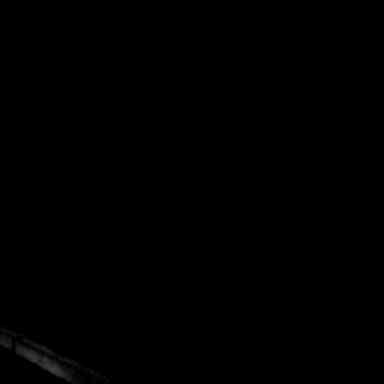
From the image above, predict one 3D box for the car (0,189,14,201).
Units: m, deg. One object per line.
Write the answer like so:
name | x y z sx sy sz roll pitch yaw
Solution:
car | -34.363 0.488 60.602 2.150 2.045 5.566 -1 2 8
